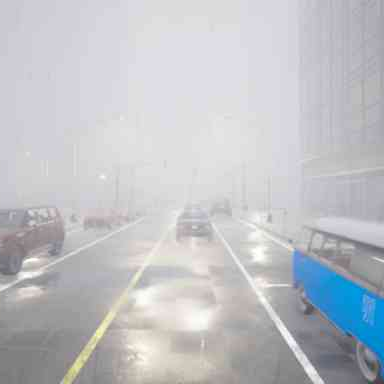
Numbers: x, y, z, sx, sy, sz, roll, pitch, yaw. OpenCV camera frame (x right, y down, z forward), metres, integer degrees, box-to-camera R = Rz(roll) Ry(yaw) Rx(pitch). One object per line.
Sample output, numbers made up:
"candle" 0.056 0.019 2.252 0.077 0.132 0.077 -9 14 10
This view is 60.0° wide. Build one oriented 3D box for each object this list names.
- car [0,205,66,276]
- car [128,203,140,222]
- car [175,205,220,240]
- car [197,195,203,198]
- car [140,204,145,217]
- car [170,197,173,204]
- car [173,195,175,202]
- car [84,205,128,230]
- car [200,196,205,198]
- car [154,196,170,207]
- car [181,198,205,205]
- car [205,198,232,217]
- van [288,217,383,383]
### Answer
"car" -5.754 1.371 10.692 2.192 1.841 5.009 0 0 0
"car" -5.740 1.724 27.546 1.802 1.307 4.206 0 0 0
"car" 0.111 1.636 17.385 2.033 1.411 5.357 0 0 0
"car" 2.824 1.959 76.939 1.887 1.381 4.507 0 0 0
"car" -5.736 1.754 33.165 1.802 1.307 4.206 0 0 0
"car" -5.706 1.907 71.121 1.752 1.417 4.829 0 0 0
"car" -5.701 1.960 76.928 1.887 1.381 4.507 0 0 0
"car" -5.745 1.658 21.928 1.887 1.381 4.507 0 0 0
"car" 2.810 1.867 60.031 2.008 1.369 4.403 0 0 0
"car" -5.715 1.633 60.020 2.192 1.841 5.009 0 0 0
"car" 0.120 1.666 33.952 2.128 1.511 4.902 0 0 0
"car" 2.789 1.485 33.179 2.192 1.841 5.009 0 0 0
"van" 2.766 1.367 5.085 1.690 1.788 3.998 0 0 0
